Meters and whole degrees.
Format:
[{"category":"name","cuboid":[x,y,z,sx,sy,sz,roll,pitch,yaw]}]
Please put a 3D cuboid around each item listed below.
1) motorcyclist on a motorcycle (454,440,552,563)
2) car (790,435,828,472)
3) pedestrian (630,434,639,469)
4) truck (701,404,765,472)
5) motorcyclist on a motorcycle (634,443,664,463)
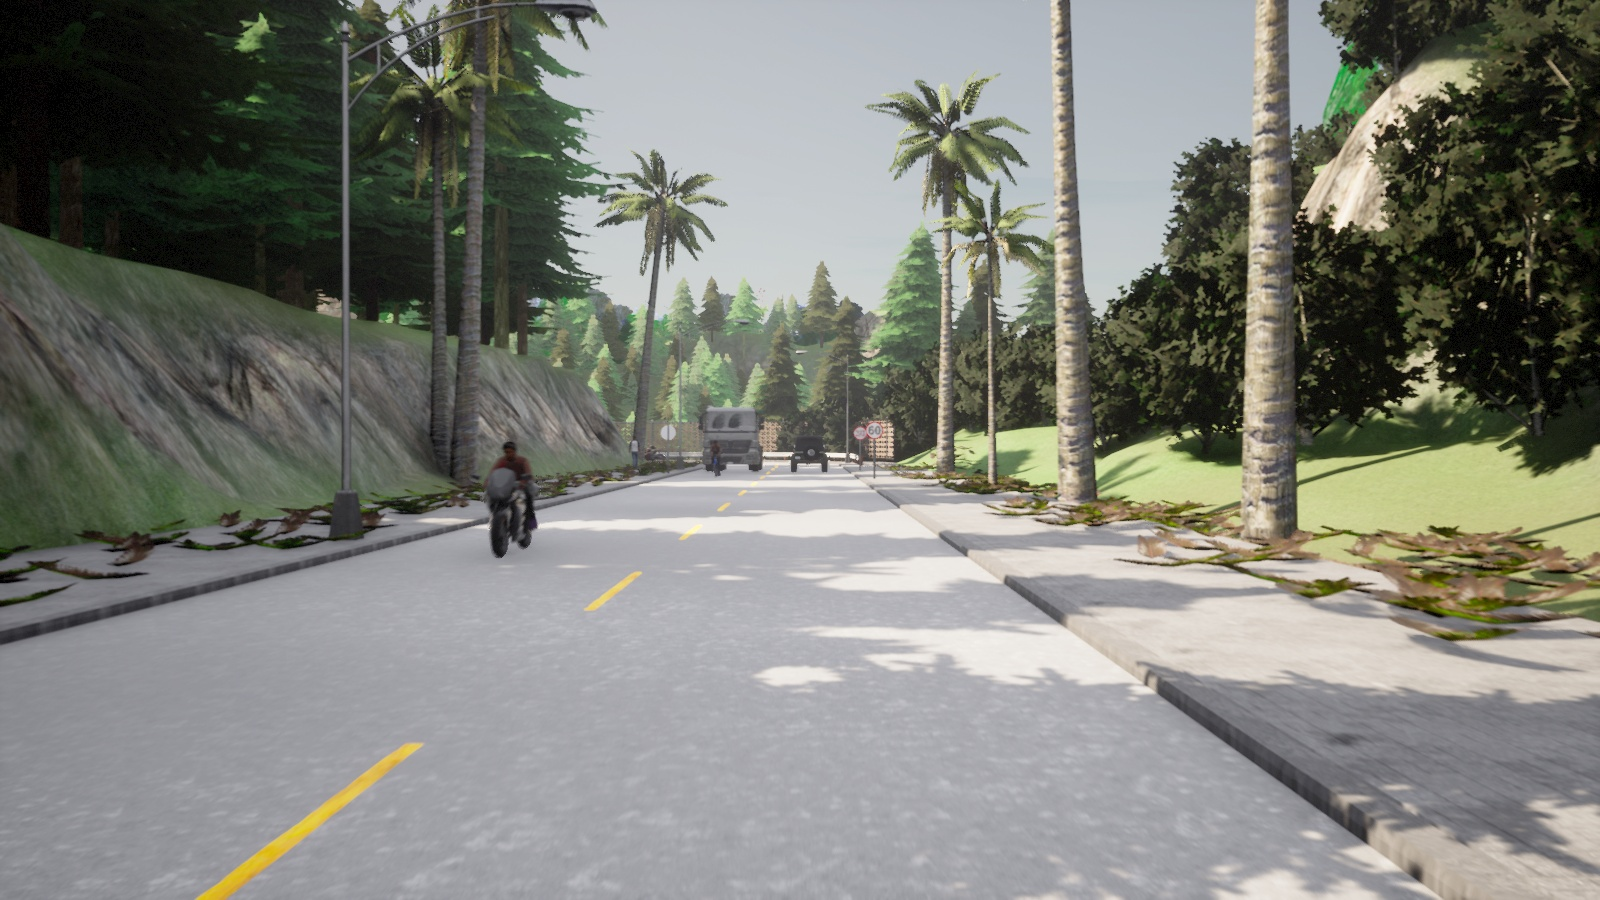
[{"category":"motorcyclist on a motorcycle","cuboid":[-3.875,0.632,16.578,0.797,1.523,2.044,0,0,0]},{"category":"car","cuboid":[0.485,0.174,65.504,1.905,1.878,3.866,0,0,0]},{"category":"pedestrian","cuboid":[-8.815,0.064,66.950,0.354,1.836,0.706,0,0,0]},{"category":"truck","cuboid":[-3.500,-0.618,67.440,2.891,3.462,7.936,0,0,1]},{"category":"motorcyclist on a motorcycle","cuboid":[-11.646,0.225,97.030,2.191,1.530,0.866,0,1,3]}]
